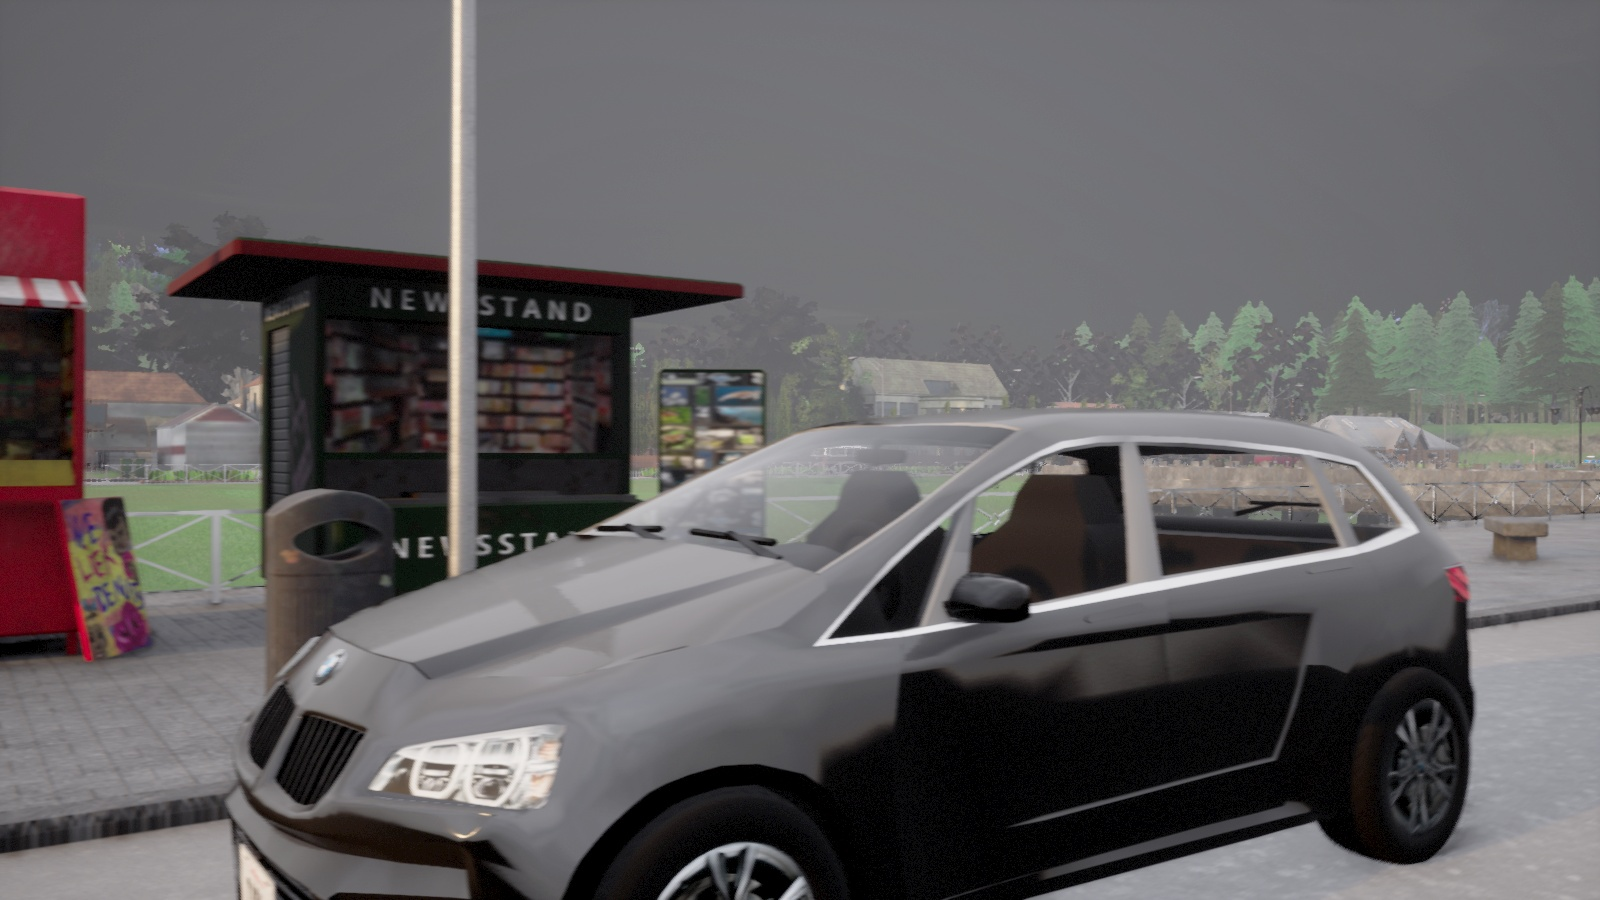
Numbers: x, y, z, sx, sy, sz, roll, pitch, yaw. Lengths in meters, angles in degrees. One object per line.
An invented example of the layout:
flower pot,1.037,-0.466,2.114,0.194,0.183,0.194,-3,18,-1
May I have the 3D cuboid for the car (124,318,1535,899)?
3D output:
car,0.327,0.599,4.497,4.611,1.667,2.242,0,0,-35
